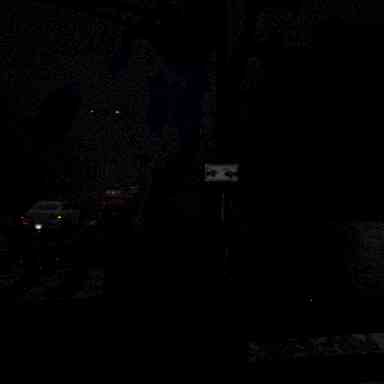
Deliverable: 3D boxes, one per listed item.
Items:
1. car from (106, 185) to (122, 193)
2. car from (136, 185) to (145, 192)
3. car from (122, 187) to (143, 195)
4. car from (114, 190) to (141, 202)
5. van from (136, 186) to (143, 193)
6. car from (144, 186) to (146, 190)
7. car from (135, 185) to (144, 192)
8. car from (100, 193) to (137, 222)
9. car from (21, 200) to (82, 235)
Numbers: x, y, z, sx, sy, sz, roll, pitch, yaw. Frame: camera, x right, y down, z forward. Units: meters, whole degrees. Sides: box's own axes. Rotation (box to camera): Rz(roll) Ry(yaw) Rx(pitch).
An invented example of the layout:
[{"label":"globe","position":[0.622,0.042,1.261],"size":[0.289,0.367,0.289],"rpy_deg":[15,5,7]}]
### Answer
[{"label":"car","position":[-10.451,0.074,45.261],"size":[2.150,2.045,5.566],"rpy_deg":[0,1,-8]},{"label":"car","position":[-14.184,-0.949,91.889],"size":[2.192,1.841,5.009],"rpy_deg":[-1,2,-8]},{"label":"car","position":[-7.545,0.481,42.562],"size":[1.887,1.381,4.507],"rpy_deg":[-1,2,-8]},{"label":"car","position":[-6.070,0.786,31.600],"size":[1.802,1.307,4.206],"rpy_deg":[-1,2,-8]},{"label":"van","position":[-12.709,-0.657,80.927],"size":[1.690,1.788,3.998],"rpy_deg":[-1,2,-8]},{"label":"car","position":[-10.494,-0.047,64.489],"size":[2.008,1.369,4.403],"rpy_deg":[-1,2,-8]},{"label":"car","position":[-8.284,0.243,48.041],"size":[1.967,1.590,4.097],"rpy_deg":[-1,2,-8]},{"label":"car","position":[-4.596,1.016,20.636],"size":[1.887,1.381,4.507],"rpy_deg":[-1,2,-8]},{"label":"car","position":[-6.469,1.101,15.644],"size":[1.812,1.442,4.674],"rpy_deg":[0,1,-8]}]
